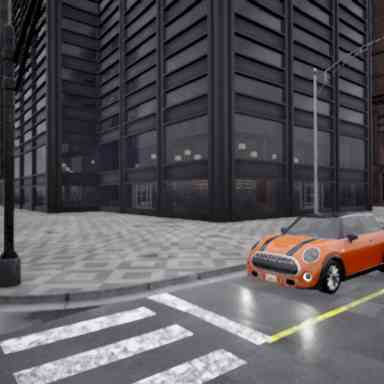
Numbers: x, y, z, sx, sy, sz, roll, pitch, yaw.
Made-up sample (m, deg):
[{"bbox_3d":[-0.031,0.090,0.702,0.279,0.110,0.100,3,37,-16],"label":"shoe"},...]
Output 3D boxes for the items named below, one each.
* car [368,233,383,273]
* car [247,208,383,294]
[{"bbox_3d":[6.009,1.538,6.938,5.357,1.411,2.033,0,0,-38],"label":"car"},{"bbox_3d":[3.574,1.371,8.974,4.553,1.767,2.097,0,0,-38],"label":"car"}]
